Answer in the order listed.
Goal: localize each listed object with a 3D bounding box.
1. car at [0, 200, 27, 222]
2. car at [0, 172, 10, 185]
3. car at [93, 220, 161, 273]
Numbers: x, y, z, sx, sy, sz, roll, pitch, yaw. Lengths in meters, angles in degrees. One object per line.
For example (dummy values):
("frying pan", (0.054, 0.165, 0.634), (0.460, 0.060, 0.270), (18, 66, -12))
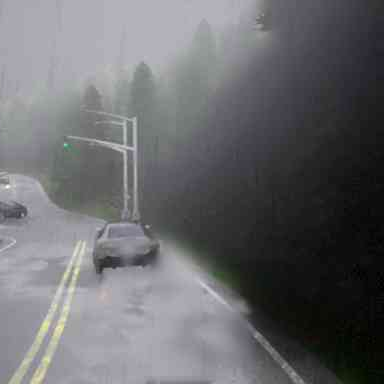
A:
("car", (-15.103, 1.352, 25.335), (4.892, 1.490, 1.837), (3, 0, 9))
("car", (-29.609, -2.186, 51.938), (2.097, 1.767, 4.553), (-2, 9, -28))
("car", (-2.286, 1.648, 11.275), (1.994, 1.385, 4.181), (-1, 0, -15))
